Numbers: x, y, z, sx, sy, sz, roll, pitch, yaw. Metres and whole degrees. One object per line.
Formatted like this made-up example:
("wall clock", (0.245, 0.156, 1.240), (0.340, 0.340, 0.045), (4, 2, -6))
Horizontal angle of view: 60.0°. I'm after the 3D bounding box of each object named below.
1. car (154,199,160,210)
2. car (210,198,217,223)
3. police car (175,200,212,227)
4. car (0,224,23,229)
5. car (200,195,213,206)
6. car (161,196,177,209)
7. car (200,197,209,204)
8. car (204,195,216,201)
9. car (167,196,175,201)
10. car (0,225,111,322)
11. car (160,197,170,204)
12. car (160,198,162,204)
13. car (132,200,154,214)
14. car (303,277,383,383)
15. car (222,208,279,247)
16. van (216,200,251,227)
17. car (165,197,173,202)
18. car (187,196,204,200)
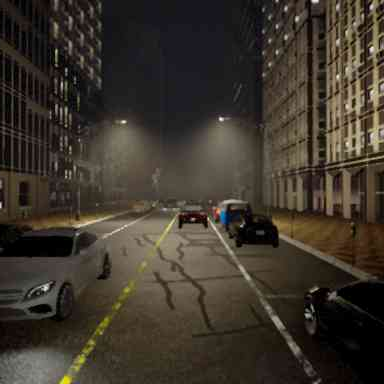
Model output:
("car", (-5.747, 1.724, 43.540), (2.008, 1.369, 4.403), (0, 0, 0))
("car", (2.657, 1.551, 26.464), (1.967, 1.590, 4.097), (0, 0, 0))
("police car", (0.068, 1.600, 23.529), (2.038, 1.542, 4.974), (0, -1, 0))
("car", (-5.701, 1.609, 9.384), (1.947, 1.339, 4.313), (0, 0, 0))
("car", (2.611, 1.545, 60.618), (2.192, 1.841, 5.009), (0, 0, 0))
("car", (-3.151, 1.721, 49.760), (1.812, 1.442, 4.674), (0, 0, 0))
("car", (2.594, 1.791, 72.171), (1.752, 1.417, 4.829), (0, 0, 0))
("car", (2.627, 1.507, 49.233), (2.192, 1.841, 5.009), (0, 0, 0))
("car", (-5.817, 1.880, 94.771), (2.008, 1.369, 4.403), (0, 0, 0))
("car", (-3.122, 1.560, 7.453), (1.812, 1.442, 4.674), (0, 0, 0))
("car", (-5.786, 1.832, 72.002), (1.947, 1.339, 4.313), (0, 0, 0))
("car", (-5.778, 1.800, 66.309), (2.008, 1.369, 4.403), (0, 0, 0))
("car", (-5.739, 1.678, 37.677), (1.752, 1.417, 4.829), (0, 0, 0))
("car", (2.688, 1.583, 3.695), (1.947, 1.339, 4.313), (0, 0, 0))
("car", (2.672, 1.632, 15.079), (1.947, 1.339, 4.313), (0, 0, 0))
("van", (2.665, 1.430, 20.774), (1.690, 1.788, 3.998), (0, 0, 0))
("car", (-5.801, 1.881, 83.385), (1.802, 1.307, 4.206), (0, 0, 0))
("car", (0.042, 1.518, 41.755), (2.097, 1.767, 4.553), (0, 0, 0))
